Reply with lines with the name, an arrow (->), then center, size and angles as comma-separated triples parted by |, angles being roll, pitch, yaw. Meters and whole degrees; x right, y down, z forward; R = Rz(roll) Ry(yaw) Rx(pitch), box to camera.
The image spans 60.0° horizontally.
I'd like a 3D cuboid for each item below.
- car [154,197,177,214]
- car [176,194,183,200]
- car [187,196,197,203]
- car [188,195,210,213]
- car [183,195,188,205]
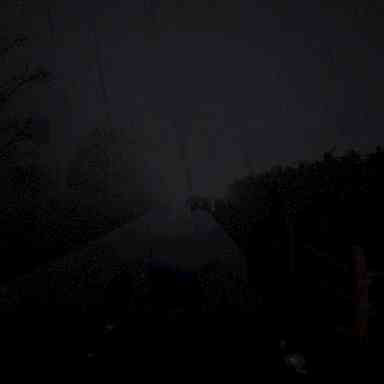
car -> -2.845, 1.489, 34.934 | 1.812, 1.442, 4.674 | 0, 0, 0
car -> -2.747, 1.259, 76.195 | 1.994, 1.385, 4.181 | 0, 0, 0
car -> 0.005, 1.470, 68.216 | 1.895, 1.301, 4.718 | 0, 0, 0
car -> 0.903, 1.311, 36.971 | 2.097, 1.767, 4.553 | 0, 0, 1
car -> 0.003, 1.271, 55.079 | 2.097, 1.767, 4.553 | 0, 0, 0
